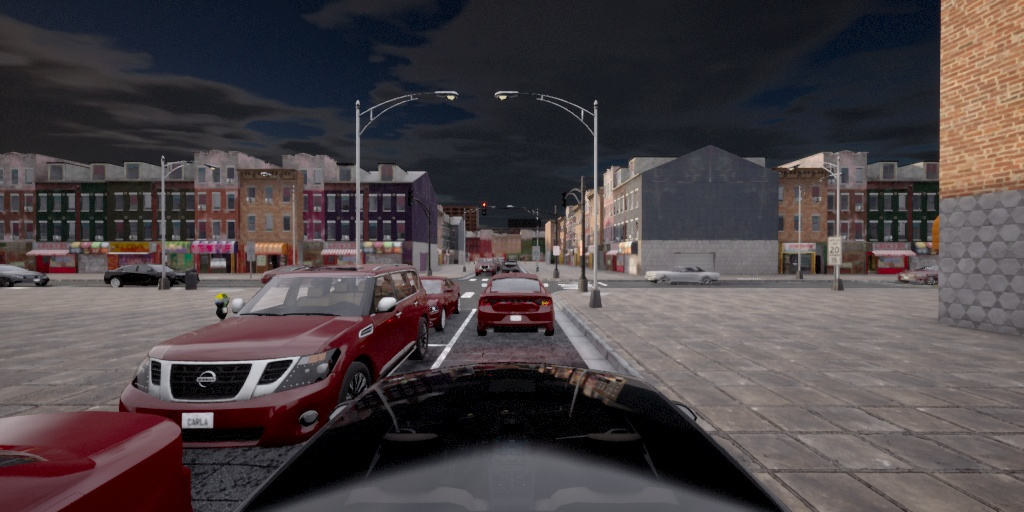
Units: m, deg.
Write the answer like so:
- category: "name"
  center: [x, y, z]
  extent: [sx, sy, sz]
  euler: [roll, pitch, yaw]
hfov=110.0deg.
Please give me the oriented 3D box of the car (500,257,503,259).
- category: "car"
  center: [-2.666, 1.081, 48.226]
  extent: [2.192, 1.841, 5.009]
  euler: [0, 0, 0]

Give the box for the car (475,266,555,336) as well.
- category: "car"
  center: [0.091, 1.227, 10.427]
  extent: [1.882, 1.535, 5.008]
  euler: [0, 0, 0]

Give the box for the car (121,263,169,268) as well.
- category: "car"
  center: [-22.810, 1.221, 22.834]
  extent: [5.008, 1.535, 1.882]
  euler: [0, 0, 0]

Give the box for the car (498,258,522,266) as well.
- category: "car"
  center: [-0.100, 1.262, 36.741]
  extent: [1.837, 1.490, 4.892]
  euler: [-1, 0, 1]

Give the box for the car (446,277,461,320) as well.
- category: "car"
  center: [-2.644, 1.294, 10.963]
  extent: [1.888, 1.381, 4.507]
  euler: [0, 0, 0]

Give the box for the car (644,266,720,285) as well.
- category: "car"
  center: [12.091, 1.360, 25.743]
  extent: [4.718, 1.301, 1.895]
  euler: [0, 0, 0]

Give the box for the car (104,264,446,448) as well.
- category: "car"
  center: [-2.641, 1.064, 5.529]
  extent: [2.192, 1.841, 5.009]
  euler: [0, 0, 0]

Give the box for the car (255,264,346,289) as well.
- category: "car"
  center: [-13.352, 1.278, 22.860]
  extent: [4.674, 1.442, 1.812]
  euler: [0, 0, -1]

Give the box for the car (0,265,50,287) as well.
- category: "car"
  center: [-32.607, 1.266, 22.845]
  extent: [4.674, 1.442, 1.812]
  euler: [0, 0, 0]

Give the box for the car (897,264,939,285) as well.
- category: "car"
  center: [30.618, 1.313, 25.715]
  extent: [4.674, 1.442, 1.812]
  euler: [0, 0, 0]

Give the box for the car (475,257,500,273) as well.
- category: "car"
  center: [-2.659, 1.073, 37.372]
  extent: [2.192, 1.841, 5.009]
  euler: [0, 0, 0]
